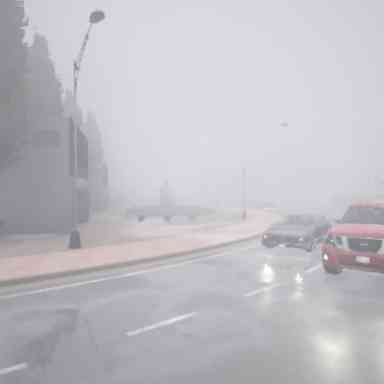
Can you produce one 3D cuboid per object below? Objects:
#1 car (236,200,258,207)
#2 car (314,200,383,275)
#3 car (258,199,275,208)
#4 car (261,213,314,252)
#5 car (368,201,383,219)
[{"bbox_3d":[8.770,1.533,55.005,1.994,1.385,4.181,0,0,-13],"label":"car"},{"bbox_3d":[5.787,1.275,10.158,2.150,2.045,5.566,0,0,38],"label":"car"},{"bbox_3d":[12.235,1.924,55.543,1.994,1.385,4.181,0,0,-12],"label":"car"},{"bbox_3d":[4.856,1.637,14.666,2.033,1.411,5.357,0,0,34],"label":"car"},{"bbox_3d":[18.345,1.645,30.798,2.128,1.511,4.902,0,0,8],"label":"car"}]
